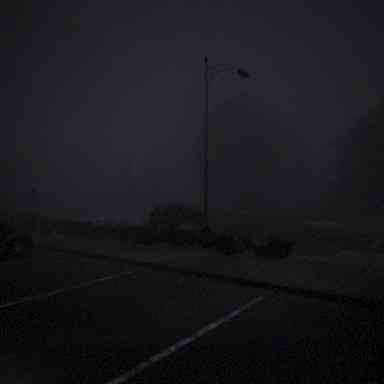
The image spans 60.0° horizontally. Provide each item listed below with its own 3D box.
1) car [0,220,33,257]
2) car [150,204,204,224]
[{"bbox_3d":[-7.395,1.517,10.825,1.784,1.438,3.905,0,0,35],"label":"car"},{"bbox_3d":[-0.945,1.502,22.020,1.816,1.474,4.193,0,0,35],"label":"car"}]
